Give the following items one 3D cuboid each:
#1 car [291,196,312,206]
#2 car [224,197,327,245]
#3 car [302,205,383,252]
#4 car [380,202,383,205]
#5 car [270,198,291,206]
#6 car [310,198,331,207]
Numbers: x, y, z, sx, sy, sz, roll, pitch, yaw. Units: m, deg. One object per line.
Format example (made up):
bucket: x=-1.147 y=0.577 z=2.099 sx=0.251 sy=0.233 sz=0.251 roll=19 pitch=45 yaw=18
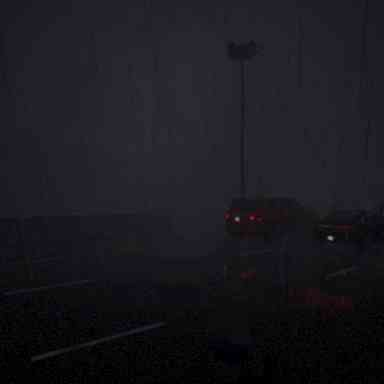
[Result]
car: x=18.784 y=1.566 z=57.035 sx=1.882 sy=1.535 sz=5.008 roll=0 pitch=0 yaw=38
car: x=4.008 y=1.248 z=16.034 sx=5.566 sy=2.045 sz=2.150 roll=0 pitch=0 yaw=-40
car: x=7.046 y=1.515 z=14.020 sx=4.902 sy=1.511 sz=2.128 roll=0 pitch=0 yaw=-40
car: x=17.017 y=1.523 z=28.070 sx=5.008 sy=1.535 sz=1.882 roll=0 pitch=0 yaw=-45
car: x=15.578 y=1.691 z=58.602 sx=1.895 sy=1.301 sz=4.718 roll=0 pitch=0 yaw=38
car: x=20.987 y=1.686 z=54.165 sx=1.895 sy=1.301 sz=4.718 roll=0 pitch=0 yaw=38
